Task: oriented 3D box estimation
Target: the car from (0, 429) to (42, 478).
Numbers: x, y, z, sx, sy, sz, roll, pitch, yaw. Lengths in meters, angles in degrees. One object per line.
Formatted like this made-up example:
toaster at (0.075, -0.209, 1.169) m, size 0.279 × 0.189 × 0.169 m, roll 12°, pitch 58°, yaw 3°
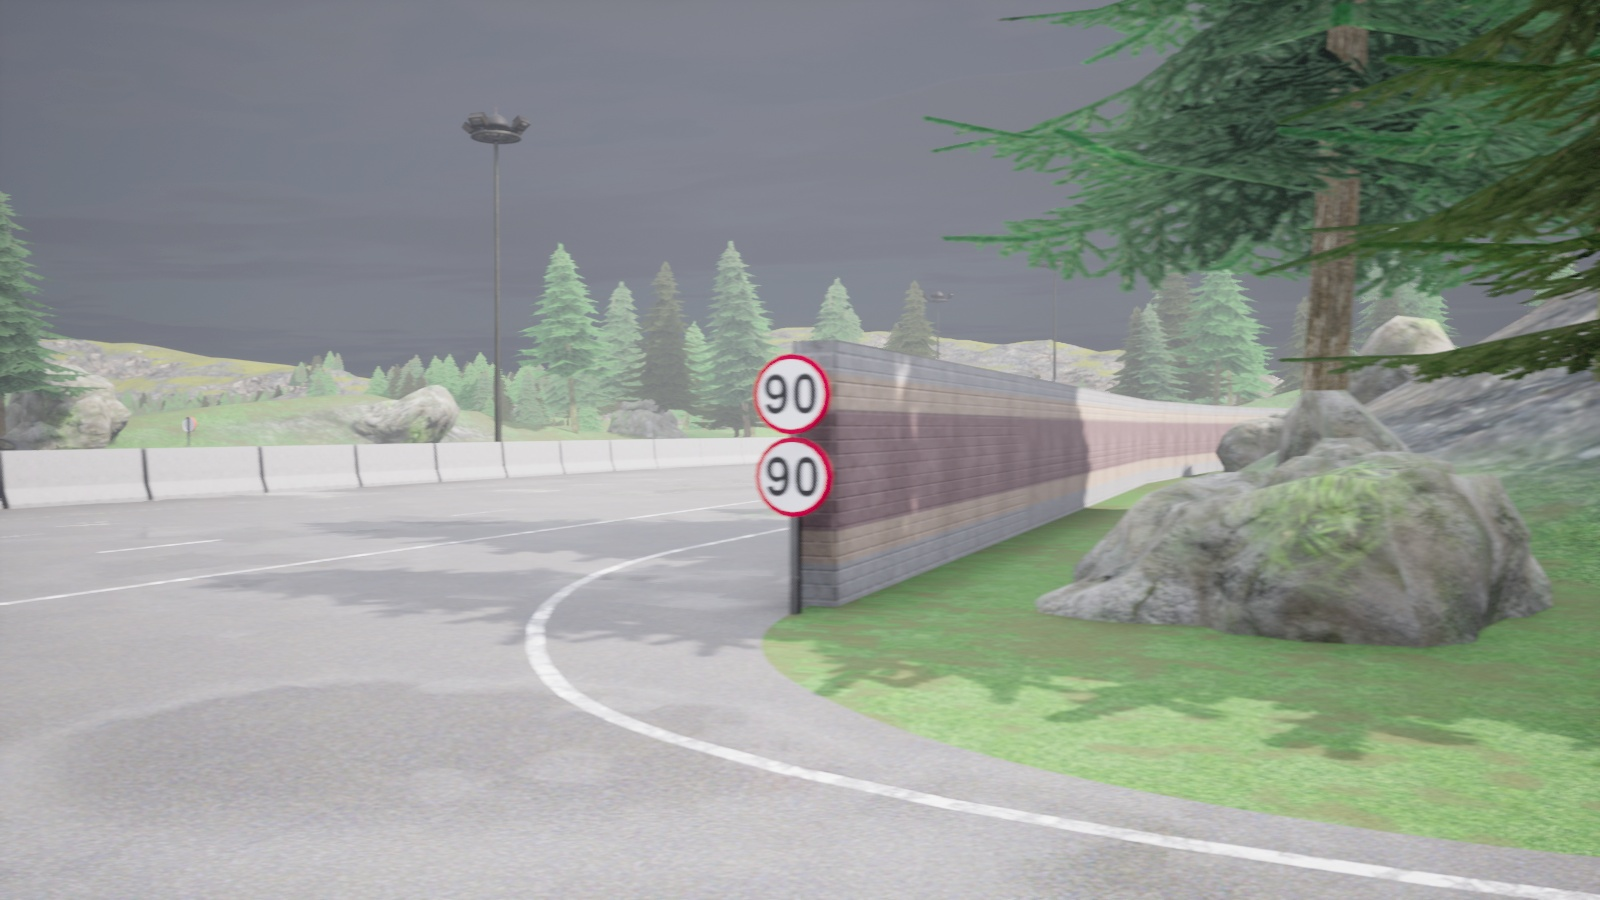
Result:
car at (-25.276, 0.124, 37.568) m, size 1.816 × 1.474 × 4.193 m, roll 1°, pitch 1°, yaw 22°
